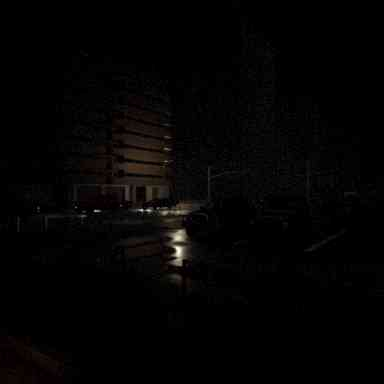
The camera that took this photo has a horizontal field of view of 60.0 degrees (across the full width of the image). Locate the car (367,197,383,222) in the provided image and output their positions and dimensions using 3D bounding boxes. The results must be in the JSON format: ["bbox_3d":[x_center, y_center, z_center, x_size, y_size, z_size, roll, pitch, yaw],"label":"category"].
[{"bbox_3d":[15.935,1.395,27.290,1.970,1.475,3.806,0,0,34],"label":"car"}]

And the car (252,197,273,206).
[{"bbox_3d":[12.090,1.526,56.754,1.812,1.442,4.674,0,0,34],"label":"car"}]

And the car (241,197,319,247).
[{"bbox_3d":[3.909,1.156,14.336,1.905,1.878,3.866,0,0,34],"label":"car"}]

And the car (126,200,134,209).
[{"bbox_3d":[-9.952,1.547,43.102,2.033,1.411,5.357,0,0,34],"label":"car"}]

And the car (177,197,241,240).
[{"bbox_3d":[1.542,1.153,16.003,1.932,1.855,4.605,0,0,34],"label":"car"}]

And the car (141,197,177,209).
[{"bbox_3d":[-4.497,1.547,44.933,2.033,1.411,5.357,0,0,34],"label":"car"}]

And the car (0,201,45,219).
[{"bbox_3d":[-15.411,1.564,28.694,1.994,1.385,4.181,0,0,34],"label":"car"}]

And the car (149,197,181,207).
[{"bbox_3d":[-4.121,1.547,51.719,2.033,1.411,5.357,0,0,35],"label":"car"}]

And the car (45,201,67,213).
[{"bbox_3d":[-15.327,1.601,35.098,1.895,1.301,4.718,0,0,34],"label":"car"}]

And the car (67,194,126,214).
[{"bbox_3d":[-10.305,1.221,36.295,2.150,2.045,5.566,0,0,34],"label":"car"}]
